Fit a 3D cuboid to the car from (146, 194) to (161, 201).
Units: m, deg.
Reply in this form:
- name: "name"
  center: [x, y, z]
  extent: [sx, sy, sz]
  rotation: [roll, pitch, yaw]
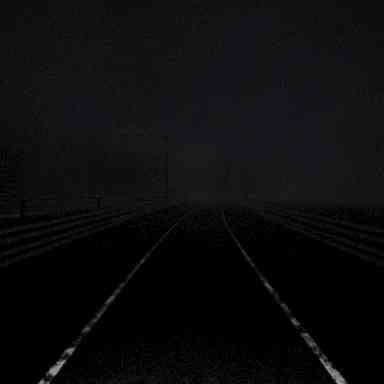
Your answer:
- name: "car"
  center: [-8.971, 1.307, 77.700]
  extent: [1.837, 1.490, 4.892]
  rotation: [0, 0, 17]

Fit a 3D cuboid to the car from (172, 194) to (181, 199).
- name: "car"
  center: [-4.073, 1.336, 93.229]
  extent: [1.837, 1.490, 4.892]
  rotation: [0, 0, 18]

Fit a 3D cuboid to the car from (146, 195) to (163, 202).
- name: "car"
  center: [-7.833, 1.390, 69.286]
  extent: [1.895, 1.301, 4.718]
  rotation: [0, 0, 16]

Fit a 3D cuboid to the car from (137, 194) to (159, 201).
- name: "car"
  center: [-7.679, 1.366, 57.105]
  extent: [1.895, 1.301, 4.718]
  rotation: [0, 0, 15]

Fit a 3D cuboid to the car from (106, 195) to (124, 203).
- name: "car"
  center: [-14.002, 1.267, 60.449]
  extent: [2.128, 1.511, 4.902]
  rotation: [0, 0, 16]

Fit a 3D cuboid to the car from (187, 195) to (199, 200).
- name: "car"
  center: [0.215, 1.408, 83.686]
  extent: [1.895, 1.301, 4.718]
  rotation: [0, 0, 18]
